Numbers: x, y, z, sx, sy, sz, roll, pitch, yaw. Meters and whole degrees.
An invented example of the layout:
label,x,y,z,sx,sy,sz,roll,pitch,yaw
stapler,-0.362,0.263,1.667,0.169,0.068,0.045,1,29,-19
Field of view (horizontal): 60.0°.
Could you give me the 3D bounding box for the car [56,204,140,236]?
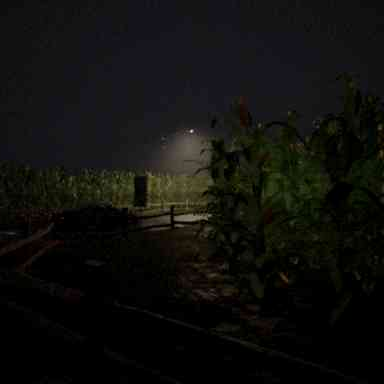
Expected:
label,x,y,z,sx,sy,sz,roll,pitch,yaw
car,-4.914,1.407,17.832,1.837,1.490,4.892,1,1,36
